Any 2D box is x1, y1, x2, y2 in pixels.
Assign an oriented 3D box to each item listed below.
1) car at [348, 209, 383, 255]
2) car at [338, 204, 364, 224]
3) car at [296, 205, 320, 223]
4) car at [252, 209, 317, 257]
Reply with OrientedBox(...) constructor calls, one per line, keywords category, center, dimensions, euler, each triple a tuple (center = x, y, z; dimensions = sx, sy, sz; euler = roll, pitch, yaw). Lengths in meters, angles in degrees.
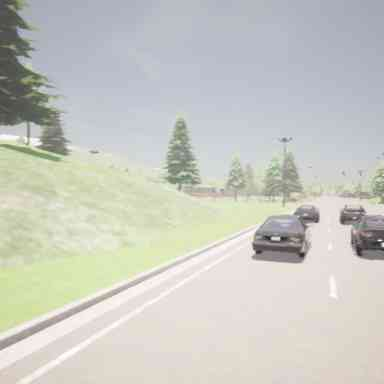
OrientedBox(category="car", center=(7.585, 1.670, 13.548), dimensions=(1.812, 1.442, 4.674), euler=(0, 0, 23))
OrientedBox(category="car", center=(13.099, 1.761, 27.073), dimensions=(2.128, 1.511, 4.902), euler=(0, 0, 23))
OrientedBox(category="car", center=(9.860, 1.805, 28.396), dimensions=(1.994, 1.385, 4.181), euler=(0, 0, 23))
OrientedBox(category="car", center=(3.807, 1.653, 13.597), dimensions=(2.033, 1.411, 5.357), euler=(0, 0, 23))
